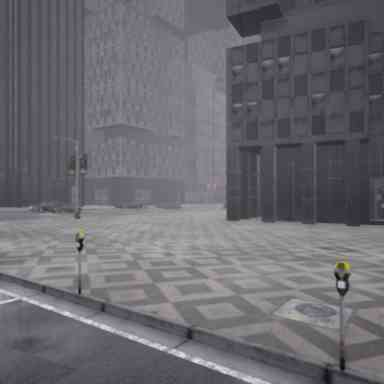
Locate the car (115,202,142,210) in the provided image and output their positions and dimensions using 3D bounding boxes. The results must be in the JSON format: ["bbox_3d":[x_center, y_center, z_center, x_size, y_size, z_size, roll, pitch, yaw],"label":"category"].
[{"bbox_3d":[-10.603,2.361,55.929,1.895,1.301,4.718,0,-1,36],"label":"car"}]

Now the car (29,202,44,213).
[{"bbox_3d":[-19.056,1.975,44.161,2.128,1.511,4.902,0,-1,36],"label":"car"}]

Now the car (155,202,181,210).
[{"bbox_3d":[-4.136,2.427,59.289,2.033,1.411,5.357,0,-1,36],"label":"car"}]

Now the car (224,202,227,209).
[{"bbox_3d":[8.120,2.450,65.010,2.097,1.767,4.553,0,-1,35],"label":"car"}]

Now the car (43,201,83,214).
[{"bbox_3d":[-16.184,2.050,42.611,1.994,1.385,4.181,0,-1,35],"label":"car"}]
